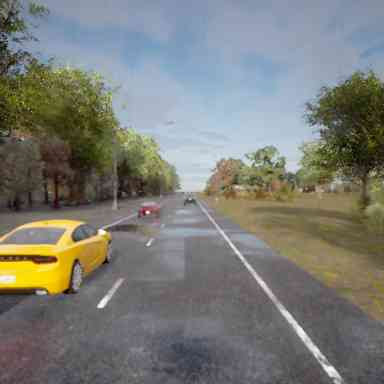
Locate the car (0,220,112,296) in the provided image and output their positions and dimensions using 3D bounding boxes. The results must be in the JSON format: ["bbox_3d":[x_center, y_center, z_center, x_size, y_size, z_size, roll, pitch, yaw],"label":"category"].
[{"bbox_3d":[-3.456,1.467,8.684,1.882,1.535,5.008,0,0,0],"label":"car"}]

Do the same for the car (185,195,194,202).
[{"bbox_3d":[-0.534,1.392,73.239,1.994,1.385,4.181,0,0,0],"label":"car"}]

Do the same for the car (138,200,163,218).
[{"bbox_3d":[-3.609,1.469,29.237,1.812,1.442,4.674,0,0,0],"label":"car"}]

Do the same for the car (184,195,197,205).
[{"bbox_3d":[-0.305,1.229,55.281,2.097,1.767,4.553,0,0,0],"label":"car"}]
